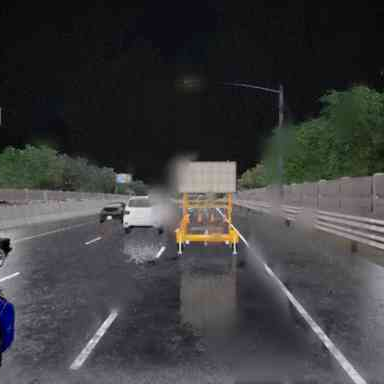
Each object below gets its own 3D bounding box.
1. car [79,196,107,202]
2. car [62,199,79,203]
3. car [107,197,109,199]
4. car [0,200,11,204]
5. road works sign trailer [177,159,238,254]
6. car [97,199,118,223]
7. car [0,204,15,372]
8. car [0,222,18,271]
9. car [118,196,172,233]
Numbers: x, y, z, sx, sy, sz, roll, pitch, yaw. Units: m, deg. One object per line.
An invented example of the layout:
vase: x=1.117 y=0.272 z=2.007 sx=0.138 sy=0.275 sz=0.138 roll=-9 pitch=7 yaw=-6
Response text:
car: x=-15.467 y=1.788 z=52.217 sx=1.882 sy=1.535 sz=5.008 roll=0 pitch=-1 yaw=2
car: x=-18.945 y=1.793 z=52.828 sx=1.882 sy=1.535 sz=5.008 roll=0 pitch=-1 yaw=2
car: x=-21.324 y=1.691 z=79.294 sx=2.097 sy=1.767 sz=4.553 roll=0 pitch=-1 yaw=2
car: x=-22.972 y=1.706 z=39.043 sx=1.812 sy=1.442 sz=4.674 roll=0 pitch=0 yaw=3
road works sign trailer: x=0.617 y=0.473 z=13.570 sx=2.380 sy=3.560 sz=2.880 roll=0 pitch=0 yaw=2
car: x=-5.796 y=1.575 z=26.202 sx=1.837 sy=1.490 sz=4.892 roll=0 pitch=0 yaw=2
car: x=-3.259 y=1.224 z=1.603 sx=2.150 sy=2.045 sz=5.566 roll=0 pitch=0 yaw=2
car: x=-6.506 y=1.602 z=8.109 sx=1.895 sy=1.301 sz=4.718 roll=0 pitch=0 yaw=2
car: x=-2.525 y=1.257 z=19.994 sx=2.150 sy=2.045 sz=5.566 roll=0 pitch=0 yaw=2
